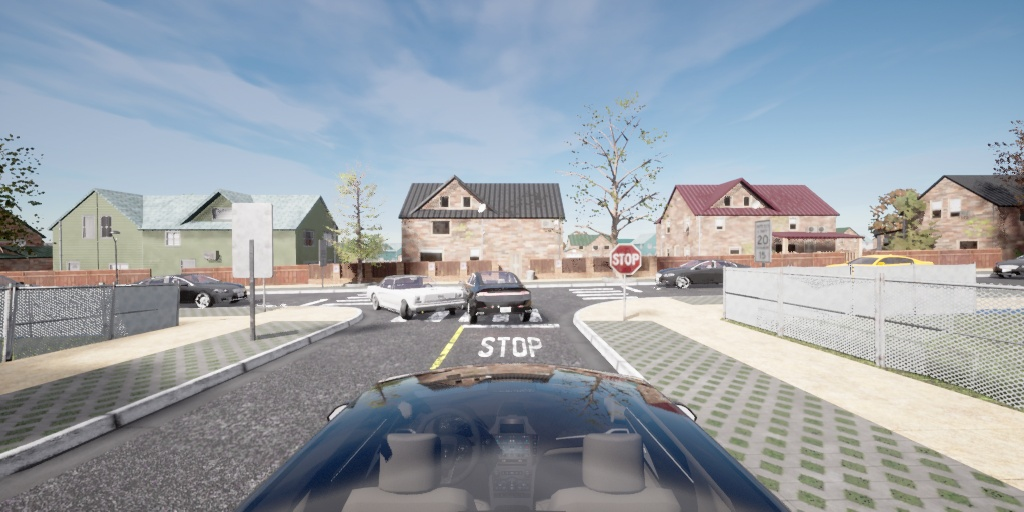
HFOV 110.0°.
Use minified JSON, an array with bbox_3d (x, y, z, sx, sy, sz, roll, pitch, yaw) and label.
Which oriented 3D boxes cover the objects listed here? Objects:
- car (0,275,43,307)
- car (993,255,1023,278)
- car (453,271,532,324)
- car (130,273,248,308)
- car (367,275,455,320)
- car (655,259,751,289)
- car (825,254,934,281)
[{"bbox_3d":[-24.231,1.647,16.388,4.553,1.767,2.097,-1,1,0],"label":"car"},{"bbox_3d":[29.396,0.478,19.525,4.902,1.511,2.128,-1,1,0],"label":"car"},{"bbox_3d":[-0.679,1.242,12.060,2.128,1.511,4.902,0,0,-12],"label":"car"},{"bbox_3d":[-14.893,1.566,16.423,4.902,1.511,2.128,-1,1,0],"label":"car"},{"bbox_3d":[-3.596,1.367,12.921,1.895,1.301,4.718,0,0,-38],"label":"car"},{"bbox_3d":[10.341,0.925,19.462,4.902,1.511,2.128,-1,1,0],"label":"car"},{"bbox_3d":[19.772,0.690,19.493,5.008,1.535,1.882,-1,1,0],"label":"car"}]
